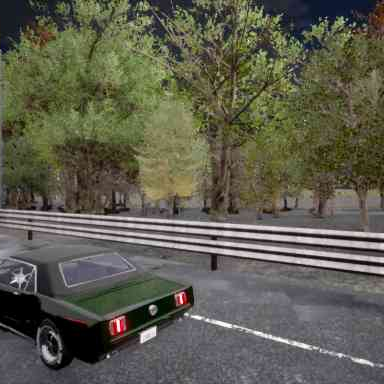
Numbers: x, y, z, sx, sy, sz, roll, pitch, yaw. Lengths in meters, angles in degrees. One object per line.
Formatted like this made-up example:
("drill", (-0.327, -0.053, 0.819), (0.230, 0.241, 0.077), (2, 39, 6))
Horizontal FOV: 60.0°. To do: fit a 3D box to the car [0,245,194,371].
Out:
("car", (-2.376, 1.600, 5.704), (4.718, 1.301, 1.895), (0, 0, 36))
